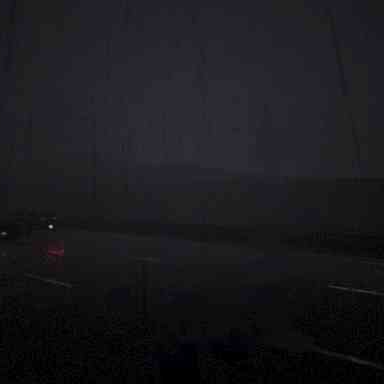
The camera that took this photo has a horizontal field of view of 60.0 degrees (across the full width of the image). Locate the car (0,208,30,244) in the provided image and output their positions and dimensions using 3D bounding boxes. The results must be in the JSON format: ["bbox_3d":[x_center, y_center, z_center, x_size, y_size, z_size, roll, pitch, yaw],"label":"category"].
[{"bbox_3d":[-9.834,1.595,15.301,5.008,1.535,1.882,0,0,36],"label":"car"}]

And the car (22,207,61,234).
[{"bbox_3d":[-9.638,1.638,19.460,4.892,1.490,1.837,-1,0,35],"label":"car"}]
